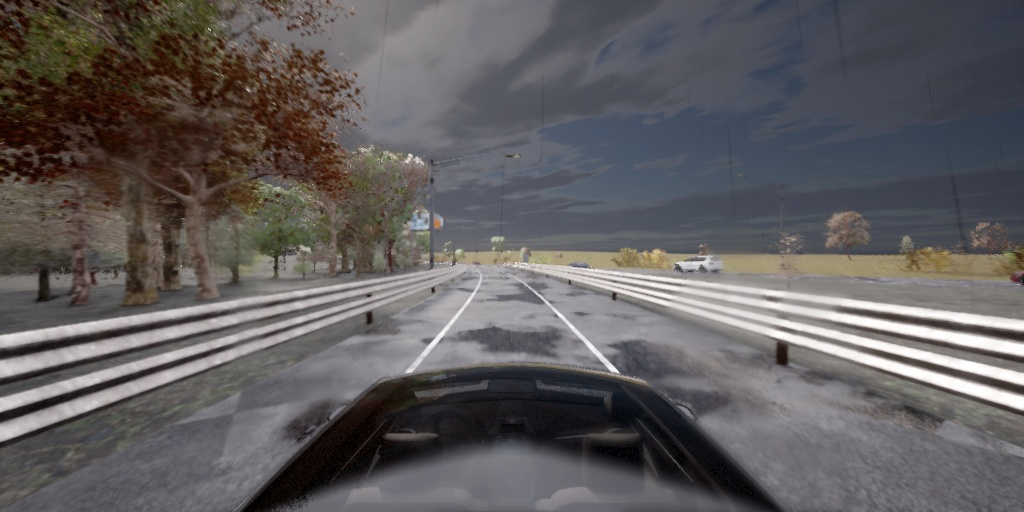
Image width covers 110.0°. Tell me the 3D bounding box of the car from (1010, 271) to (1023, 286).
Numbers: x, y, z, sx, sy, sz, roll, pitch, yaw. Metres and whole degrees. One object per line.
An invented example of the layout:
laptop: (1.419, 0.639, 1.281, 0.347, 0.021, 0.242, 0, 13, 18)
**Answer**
car: (30.753, 1.038, 19.293, 1.812, 1.442, 4.674, 0, -1, -23)

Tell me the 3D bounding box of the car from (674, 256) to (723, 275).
car: (21.438, 1.032, 41.443, 2.150, 2.045, 5.566, 0, -1, -23)
